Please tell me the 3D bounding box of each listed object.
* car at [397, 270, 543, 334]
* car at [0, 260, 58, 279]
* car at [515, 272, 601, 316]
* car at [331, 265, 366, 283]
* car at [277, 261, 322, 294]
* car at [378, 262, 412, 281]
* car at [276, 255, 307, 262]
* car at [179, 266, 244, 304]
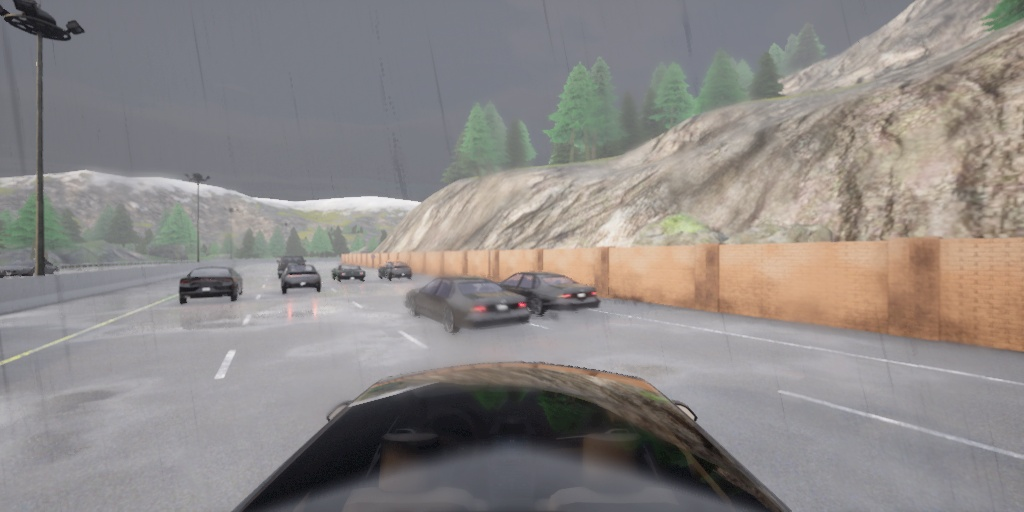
[{"bbox_3d":[-1.588,1.292,10.741,2.033,1.411,5.357,0,0,-33],"label":"car"},{"bbox_3d":[-38.208,1.042,28.341,1.837,1.490,4.892,0,0,-33],"label":"car"},{"bbox_3d":[0.836,1.290,13.446,2.033,1.411,5.357,0,0,-33],"label":"car"},{"bbox_3d":[-12.954,1.335,28.220,1.895,1.301,4.718,0,0,-33],"label":"car"},{"bbox_3d":[-12.083,1.230,20.463,2.128,1.511,4.902,0,0,-33],"label":"car"},{"bbox_3d":[-9.692,1.224,29.624,2.128,1.511,4.902,0,0,-33],"label":"car"},{"bbox_3d":[-20.376,0.954,33.207,2.150,2.045,5.566,0,0,-33],"label":"car"},{"bbox_3d":[-13.738,1.220,16.591,1.882,1.535,5.008,0,0,-33],"label":"car"}]
